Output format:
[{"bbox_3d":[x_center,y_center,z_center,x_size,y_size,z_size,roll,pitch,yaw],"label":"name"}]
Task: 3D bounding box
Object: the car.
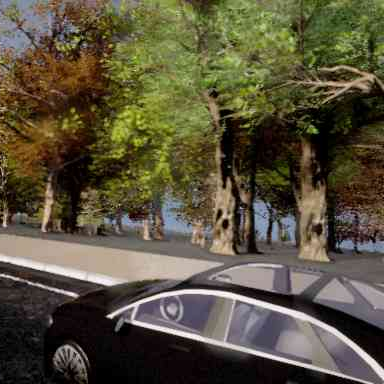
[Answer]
[{"bbox_3d":[0.445,1.506,3.367,4.902,1.511,2.128,0,0,35],"label":"car"}]
